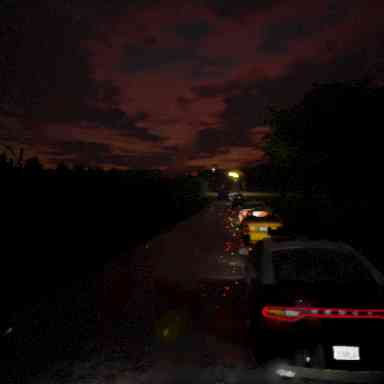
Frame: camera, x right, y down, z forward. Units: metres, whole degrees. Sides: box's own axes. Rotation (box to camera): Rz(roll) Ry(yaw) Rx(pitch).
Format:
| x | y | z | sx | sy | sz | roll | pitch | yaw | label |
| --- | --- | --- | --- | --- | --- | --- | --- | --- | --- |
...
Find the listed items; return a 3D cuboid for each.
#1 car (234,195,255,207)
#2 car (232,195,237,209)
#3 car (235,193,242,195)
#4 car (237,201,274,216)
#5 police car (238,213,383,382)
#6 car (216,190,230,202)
| x | y | z | sx | sy | sz | roll | pitch | yaw | label |
| --- | --- | --- | --- | --- | --- | --- | --- | --- | --- |
| 4.006 | 1.333 | 21.629 | 2.097 | 1.767 | 4.553 | -1 | 0 | 8 | car |
| 6.183 | 1.428 | 43.621 | 1.895 | 1.301 | 4.718 | -1 | 1 | 8 | car |
| 8.634 | 0.984 | 62.223 | 2.033 | 1.411 | 5.357 | -1 | 1 | 8 | car |
| 3.238 | 1.452 | 15.898 | 1.801 | 1.575 | 5.366 | -1 | 0 | 8 | car |
| 1.892 | 1.420 | 5.909 | 1.930 | 1.638 | 5.238 | -1 | 0 | 8 | police car |
| 5.791 | 0.745 | 61.764 | 2.150 | 2.045 | 5.566 | -1 | 1 | 8 | car |
